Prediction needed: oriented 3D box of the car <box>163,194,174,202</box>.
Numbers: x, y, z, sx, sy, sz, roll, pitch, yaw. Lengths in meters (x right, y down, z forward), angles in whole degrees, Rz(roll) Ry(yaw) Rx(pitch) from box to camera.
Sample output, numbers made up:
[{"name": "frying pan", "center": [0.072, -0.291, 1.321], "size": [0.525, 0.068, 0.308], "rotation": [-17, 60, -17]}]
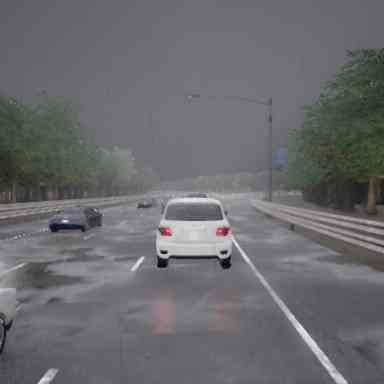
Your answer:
[{"name": "car", "center": [-4.982, 1.240, 70.438], "size": [1.882, 1.535, 5.008], "rotation": [0, 0, 2]}]

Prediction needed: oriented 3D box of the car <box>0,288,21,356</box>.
[{"name": "car", "center": [-3.453, 1.595, 2.757], "size": [1.895, 1.301, 4.718], "rotation": [0, 0, 0]}]

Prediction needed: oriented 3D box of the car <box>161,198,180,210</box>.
[{"name": "car", "center": [-2.572, 1.482, 41.350], "size": [1.895, 1.301, 4.718], "rotation": [0, 0, 2]}]

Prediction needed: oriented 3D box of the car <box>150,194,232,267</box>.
[{"name": "car", "center": [0.086, 1.206, 11.441], "size": [2.150, 2.045, 5.566], "rotation": [0, 0, 1]}]

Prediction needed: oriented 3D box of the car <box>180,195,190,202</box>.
[{"name": "car", "center": [-1.476, 1.305, 71.241], "size": [2.033, 1.411, 5.357], "rotation": [0, 0, 2]}]

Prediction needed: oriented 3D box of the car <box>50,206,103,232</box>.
[{"name": "car", "center": [-6.689, 1.523, 19.681], "size": [1.994, 1.385, 4.181], "rotation": [0, 0, 1]}]

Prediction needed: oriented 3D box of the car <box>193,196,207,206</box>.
[{"name": "car", "center": [1.329, 1.379, 53.050], "size": [2.033, 1.411, 5.357], "rotation": [0, 0, 2]}]

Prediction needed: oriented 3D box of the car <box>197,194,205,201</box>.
[{"name": "car", "center": [2.203, 1.251, 78.867], "size": [1.837, 1.490, 4.892], "rotation": [0, 0, 1]}]

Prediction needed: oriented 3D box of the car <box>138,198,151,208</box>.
[{"name": "car", "center": [-5.905, 1.427, 44.590], "size": [1.994, 1.385, 4.181], "rotation": [0, 0, 2]}]

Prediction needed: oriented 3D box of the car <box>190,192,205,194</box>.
[{"name": "car", "center": [0.538, 1.150, 31.308], "size": [2.150, 2.045, 5.566], "rotation": [0, 0, 2]}]
